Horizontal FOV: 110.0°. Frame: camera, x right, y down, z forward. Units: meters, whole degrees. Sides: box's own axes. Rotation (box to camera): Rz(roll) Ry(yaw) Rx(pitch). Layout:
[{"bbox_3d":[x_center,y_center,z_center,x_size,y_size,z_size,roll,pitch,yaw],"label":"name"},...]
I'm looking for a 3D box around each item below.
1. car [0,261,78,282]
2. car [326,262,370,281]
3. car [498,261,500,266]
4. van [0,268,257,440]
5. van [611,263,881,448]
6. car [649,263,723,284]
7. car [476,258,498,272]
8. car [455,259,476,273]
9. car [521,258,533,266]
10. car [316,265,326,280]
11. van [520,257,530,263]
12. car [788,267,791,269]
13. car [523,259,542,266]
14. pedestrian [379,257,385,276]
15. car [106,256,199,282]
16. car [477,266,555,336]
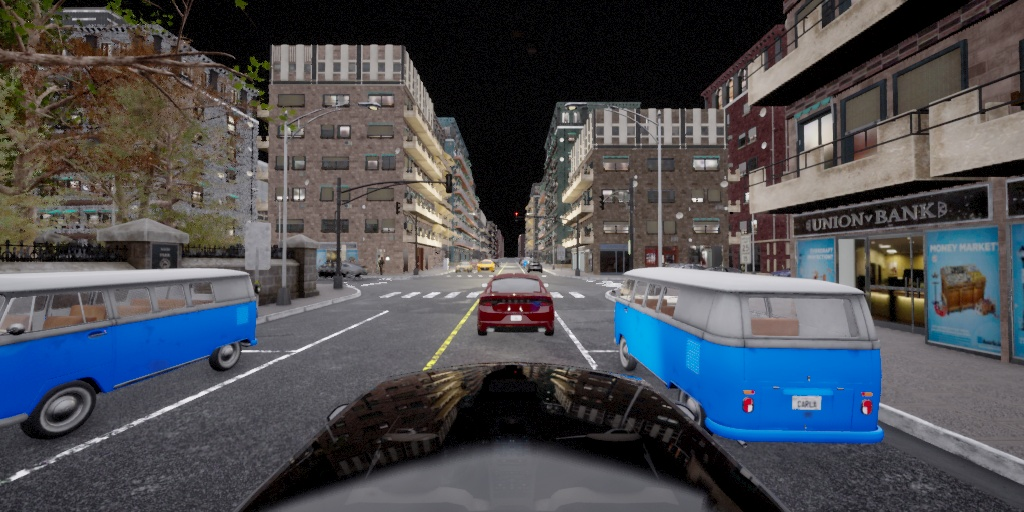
[{"bbox_3d":[-35.362,1.093,26.015,5.357,1.411,2.033,0,-1,1],"label":"car"},{"bbox_3d":[-14.082,1.211,28.948,4.902,1.511,2.128,0,-1,-1],"label":"car"},{"bbox_3d":[-3.072,1.320,62.833,2.033,1.411,5.357,0,0,0],"label":"car"},{"bbox_3d":[-5.657,1.092,5.095,1.690,1.789,3.998,0,0,0],"label":"van"},{"bbox_3d":[2.658,1.092,5.094,1.690,1.789,3.998,0,0,0],"label":"van"},{"bbox_3d":[13.792,1.364,28.638,4.902,1.511,2.128,0,-1,1],"label":"car"},{"bbox_3d":[-3.108,1.242,43.729,1.882,1.535,5.008,0,0,0],"label":"car"},{"bbox_3d":[-5.695,1.290,42.870,1.751,1.417,4.829,0,0,0],"label":"car"},{"bbox_3d":[2.684,1.317,48.684,2.007,1.370,4.403,0,0,0],"label":"car"},{"bbox_3d":[-16.608,1.139,25.787,4.902,1.511,2.128,0,-1,1],"label":"car"},{"bbox_3d":[2.683,1.112,59.968,1.690,1.789,3.998,0,0,0],"label":"van"},{"bbox_3d":[23.119,1.451,28.527,4.674,1.442,1.812,0,-1,1],"label":"car"},{"bbox_3d":[2.685,1.330,43.041,1.948,1.339,4.313,0,0,0],"label":"car"},{"bbox_3d":[-12.544,0.968,34.481,0.375,1.860,0.375,0,-1,1],"label":"pedestrian"},{"bbox_3d":[-25.835,0.949,25.898,4.553,1.767,2.097,0,-1,1],"label":"car"},{"bbox_3d":[0.096,1.230,10.456,1.882,1.535,5.008,0,0,0],"label":"car"}]
